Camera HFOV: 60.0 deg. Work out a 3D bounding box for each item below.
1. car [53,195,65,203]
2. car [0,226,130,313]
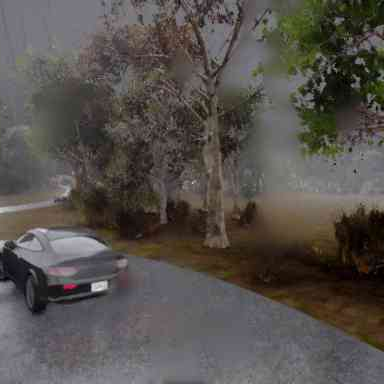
[{"bbox_3d":[-24.931,1.312,63.424,1.895,1.301,4.718,-1,2,-9],"label":"car"},{"bbox_3d":[-3.111,1.510,7.706,1.812,1.442,4.674,0,0,-40],"label":"car"}]
